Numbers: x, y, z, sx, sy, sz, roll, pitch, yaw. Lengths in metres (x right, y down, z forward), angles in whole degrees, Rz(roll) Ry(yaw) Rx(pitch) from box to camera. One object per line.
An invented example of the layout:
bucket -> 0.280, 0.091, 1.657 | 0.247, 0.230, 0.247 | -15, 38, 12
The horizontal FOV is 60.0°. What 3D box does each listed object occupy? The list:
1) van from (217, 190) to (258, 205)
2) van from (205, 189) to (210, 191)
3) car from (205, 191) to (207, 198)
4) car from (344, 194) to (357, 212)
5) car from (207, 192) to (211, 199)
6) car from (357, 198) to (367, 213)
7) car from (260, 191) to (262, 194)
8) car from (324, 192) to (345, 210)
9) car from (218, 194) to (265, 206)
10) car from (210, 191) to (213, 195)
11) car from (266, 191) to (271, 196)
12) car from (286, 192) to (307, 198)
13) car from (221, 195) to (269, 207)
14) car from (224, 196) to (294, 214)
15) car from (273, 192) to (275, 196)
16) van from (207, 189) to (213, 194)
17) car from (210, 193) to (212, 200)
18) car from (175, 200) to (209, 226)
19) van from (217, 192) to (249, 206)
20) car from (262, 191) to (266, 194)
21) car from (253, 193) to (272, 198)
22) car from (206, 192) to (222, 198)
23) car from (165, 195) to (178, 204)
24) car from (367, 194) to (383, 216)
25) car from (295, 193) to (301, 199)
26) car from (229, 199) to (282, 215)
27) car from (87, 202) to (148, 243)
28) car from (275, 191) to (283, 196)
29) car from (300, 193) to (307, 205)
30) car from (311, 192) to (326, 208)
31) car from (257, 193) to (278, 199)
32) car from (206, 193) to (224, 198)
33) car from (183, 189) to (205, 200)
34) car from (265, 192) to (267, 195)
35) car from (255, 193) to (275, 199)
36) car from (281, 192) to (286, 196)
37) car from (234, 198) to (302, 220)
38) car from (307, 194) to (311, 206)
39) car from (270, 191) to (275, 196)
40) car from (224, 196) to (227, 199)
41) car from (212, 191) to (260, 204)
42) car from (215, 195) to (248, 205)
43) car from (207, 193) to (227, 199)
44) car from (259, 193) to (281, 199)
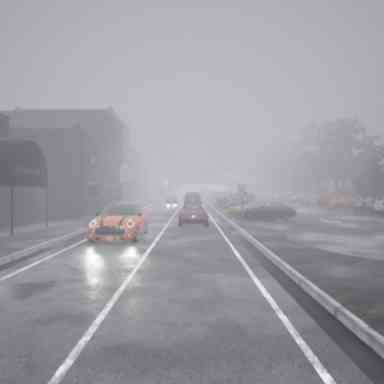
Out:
van -> 5.954, 1.105, 43.506 | 4.442, 1.987, 1.878 | 0, 0, 0
van -> 6.308, 0.776, 87.913 | 4.442, 1.987, 1.878 | 0, 0, 0
car -> 5.975, 1.092, 76.783 | 5.366, 1.575, 1.946 | 0, 0, 0
car -> 19.158, 1.258, 35.123 | 4.553, 1.767, 2.185 | 0, 0, 0
car -> 6.109, 1.190, 68.432 | 4.792, 1.488, 2.163 | 0, 0, 0
car -> 19.150, 1.276, 32.338 | 4.553, 1.767, 2.185 | 0, 0, 0
car -> 19.220, 0.821, 79.554 | 5.566, 2.045, 2.435 | 0, 0, 0
car -> 19.110, 1.223, 40.568 | 4.553, 1.767, 2.185 | 0, 0, 0
car -> 6.055, 1.351, 40.600 | 4.892, 1.521, 2.231 | 0, 0, 0
car -> 6.084, 1.096, 60.082 | 4.553, 1.767, 2.185 | 0, 0, 0
car -> 19.220, 1.138, 71.202 | 5.008, 1.535, 2.097 | 0, 0, 0
car -> 19.219, 1.114, 57.276 | 4.553, 1.767, 2.185 | 0, 0, 0
car -> 6.025, 1.397, 37.817 | 4.792, 1.488, 2.163 | 0, 0, 0
car -> 5.846, 1.418, 29.468 | 5.366, 1.575, 1.946 | 0, 0, 0
car -> 19.215, 1.180, 65.633 | 5.008, 1.535, 2.097 | 0, 0, 0
van -> 6.028, 0.913, 71.277 | 4.442, 1.987, 1.878 | 0, 0, 0
car -> 6.114, 1.241, 57.299 | 4.892, 1.521, 2.231 | 0, 0, 0
car -> 0.088, 1.487, 22.654 | 1.994, 1.385, 4.181 | 0, 0, 0
van -> 5.968, 1.070, 48.948 | 4.442, 1.987, 1.878 | 0, 0, 0
car -> 19.209, 0.969, 76.771 | 4.553, 1.767, 2.185 | 0, 0, 0
car -> 19.281, 1.017, 90.697 | 4.674, 1.452, 2.002 | 0, 1, 0
car -> 6.175, 0.827, 93.606 | 4.553, 1.767, 2.185 | 0, 1, 0
car -> -3.355, 1.220, 55.976 | 2.128, 1.511, 4.902 | 0, 0, 0
car -> 19.140, 1.169, 29.427 | 5.566, 2.045, 2.435 | 0, 0, 0
car -> 19.142, 1.306, 51.709 | 4.792, 1.488, 2.163 | 0, 0, 0
car -> 6.068, 1.433, 32.250 | 4.792, 1.488, 2.163 | 0, 0, 0
car -> -3.359, 1.310, 15.784 | 2.097, 1.767, 4.553 | 0, 0, 0
car -> 19.175, 0.949, 62.845 | 5.566, 2.045, 2.435 | 0, 0, 0
car -> 19.170, 1.295, 48.922 | 5.008, 1.535, 2.097 | 0, 0, 0
car -> 19.178, 1.079, 43.476 | 5.566, 2.045, 2.435 | 0, 0, 0
car -> 19.270, 1.026, 85.126 | 4.892, 1.521, 2.231 | 0, 0, 0
car -> 6.205, 0.979, 90.699 | 4.892, 1.521, 2.231 | 0, 0, 0
car -> 0.072, 1.040, 41.158 | 2.150, 2.045, 5.566 | 0, 1, 0
car -> 19.236, 1.156, 73.987 | 4.674, 1.452, 2.002 | 0, 0, 0
car -> 19.276, 1.001, 87.911 | 5.008, 1.535, 2.097 | 0, 0, 0
car -> 19.201, 1.222, 60.063 | 4.892, 1.521, 2.231 | 0, 0, 0
car -> 6.039, 1.478, 26.826 | 4.674, 1.452, 2.002 | 1, 0, 1
car -> 19.343, 1.309, 46.262 | 5.366, 1.575, 1.946 | 0, 0, 0
car -> 19.186, 1.034, 68.417 | 4.553, 1.767, 2.185 | 0, 0, 0
car -> 6.049, 1.425, 35.034 | 4.674, 1.452, 2.002 | 0, 0, 0
car -> 6.049, 1.062, 46.165 | 5.566, 2.045, 2.435 | 0, 0, 0
car -> 6.086, 1.279, 51.733 | 4.892, 1.521, 2.231 | 0, 0, 0
car -> 6.171, 1.049, 82.349 | 5.008, 1.535, 2.097 | 0, 0, 0
car -> 19.284, 1.078, 82.344 | 4.792, 1.488, 2.163 | 0, 0, 0
